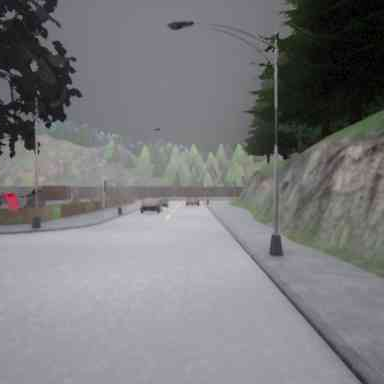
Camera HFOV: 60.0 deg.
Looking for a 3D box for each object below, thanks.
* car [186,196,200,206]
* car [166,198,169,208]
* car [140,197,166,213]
[{"bbox_3d":[0.104,1.332,48.290,1.994,1.385,4.181,0,0,0],"label":"car"},{"bbox_3d":[-4.089,1.334,44.576,2.033,1.411,5.357,0,0,0],"label":"car"},{"bbox_3d":[-4.094,1.313,34.317,1.882,1.535,5.008,0,0,0],"label":"car"}]
